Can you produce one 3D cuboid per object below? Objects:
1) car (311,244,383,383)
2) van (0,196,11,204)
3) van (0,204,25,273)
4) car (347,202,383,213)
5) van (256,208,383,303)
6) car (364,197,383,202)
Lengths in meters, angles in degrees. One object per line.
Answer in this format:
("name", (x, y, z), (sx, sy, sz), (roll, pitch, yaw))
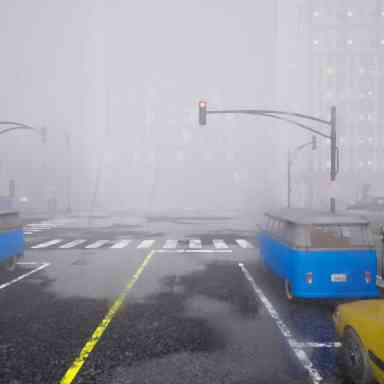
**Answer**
("car", (2.683, 1.525, 2.516), (1.752, 1.417, 4.829), (-1, 0, 0))
("van", (-17.119, 1.201, 27.495), (3.998, 1.788, 1.690), (0, 1, 0))
("van", (-5.693, 1.339, 7.986), (1.690, 1.788, 3.998), (-1, 0, 0))
("car", (13.730, 1.653, 24.682), (4.718, 1.301, 1.895), (0, 1, 0))
("van", (2.687, 1.339, 7.948), (1.690, 1.788, 3.998), (-1, 0, 0))
("car", (15.271, 1.339, 27.264), (5.009, 1.841, 2.192), (0, 1, 0))
